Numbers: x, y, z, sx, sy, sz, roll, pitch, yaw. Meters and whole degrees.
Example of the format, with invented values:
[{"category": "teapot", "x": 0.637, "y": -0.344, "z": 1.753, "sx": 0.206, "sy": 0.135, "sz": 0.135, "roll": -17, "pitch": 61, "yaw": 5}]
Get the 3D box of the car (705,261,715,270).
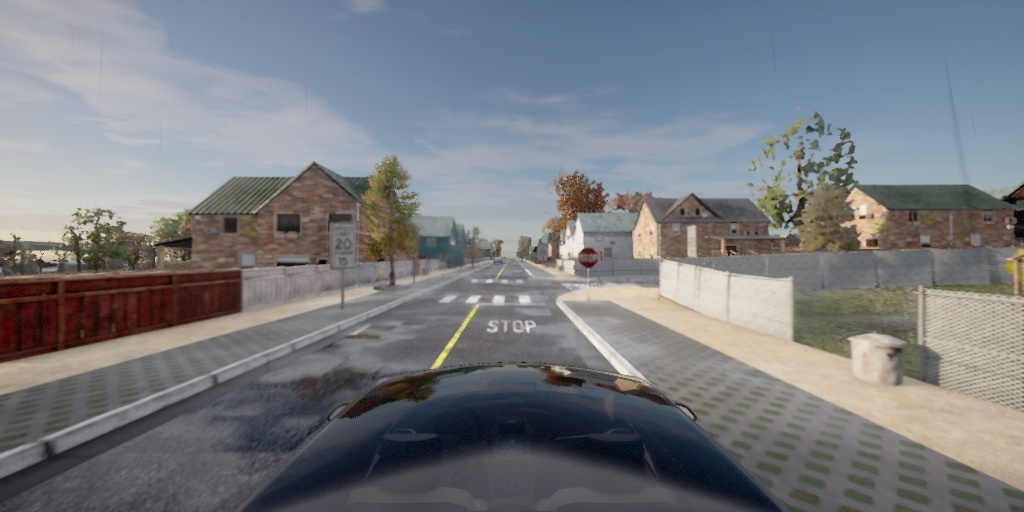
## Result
[{"category": "car", "x": 11.441, "y": 0.931, "z": 21.080, "sx": 4.718, "sy": 1.301, "sz": 1.895, "roll": -2, "pitch": -1, "yaw": 1}]
